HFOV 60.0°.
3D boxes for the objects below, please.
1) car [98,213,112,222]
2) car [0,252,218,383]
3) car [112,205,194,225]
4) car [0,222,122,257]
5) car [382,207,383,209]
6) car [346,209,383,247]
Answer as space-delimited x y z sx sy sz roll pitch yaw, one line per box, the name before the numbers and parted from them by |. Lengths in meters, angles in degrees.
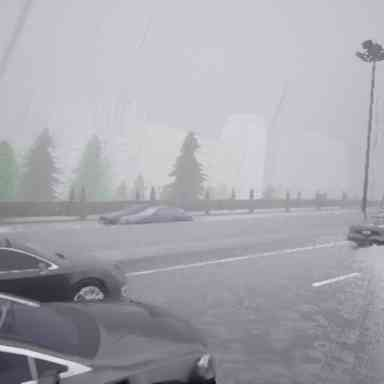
car | -3.624 1.601 22.904 5.357 1.411 2.033 0 0 -35
car | -1.995 1.481 2.323 4.902 1.511 2.128 0 0 -36
car | -2.013 1.576 19.751 4.674 1.442 1.812 0 0 -35
car | -3.486 1.495 5.559 4.892 1.490 1.837 0 0 -36
car | 17.901 1.799 29.528 4.718 1.301 1.895 0 0 -36
car | 8.856 1.639 14.397 5.357 1.411 2.033 0 0 -35
